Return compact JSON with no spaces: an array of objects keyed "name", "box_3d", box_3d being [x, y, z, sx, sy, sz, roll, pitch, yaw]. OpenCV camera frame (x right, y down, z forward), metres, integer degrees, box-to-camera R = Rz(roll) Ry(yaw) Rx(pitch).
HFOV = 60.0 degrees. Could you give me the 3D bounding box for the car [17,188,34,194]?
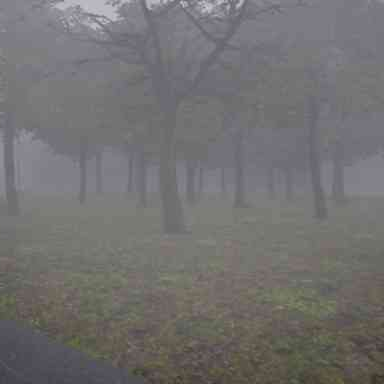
[{"name":"car","box_3d":[-36.064,-0.029,70.552,2.128,1.511,4.902,-3,0,34]}]
